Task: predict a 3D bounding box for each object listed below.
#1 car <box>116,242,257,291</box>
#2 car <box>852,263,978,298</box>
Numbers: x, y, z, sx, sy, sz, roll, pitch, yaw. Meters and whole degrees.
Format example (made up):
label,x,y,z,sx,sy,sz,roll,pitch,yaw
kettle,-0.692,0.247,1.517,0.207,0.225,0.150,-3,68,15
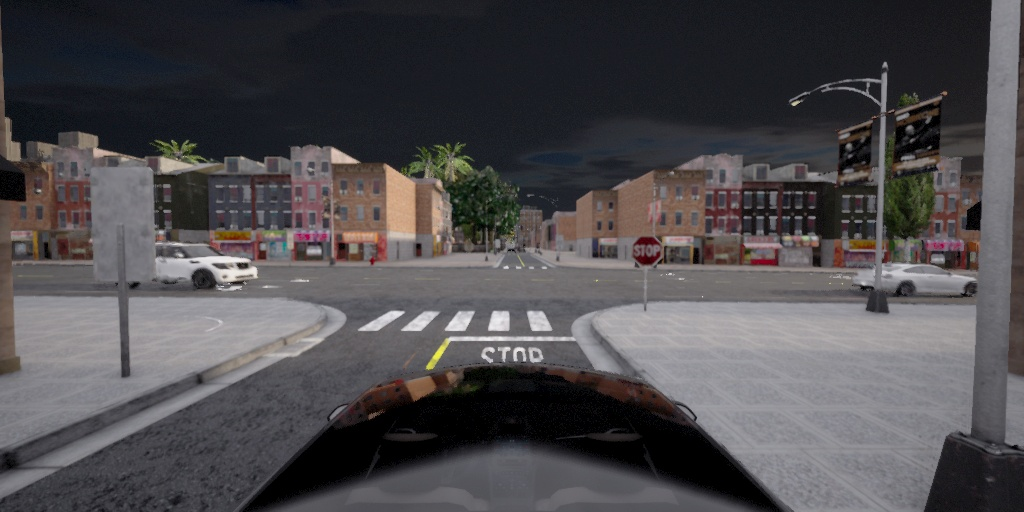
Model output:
label,x,y,z,sx,sy,sz,roll,pitch,yaw
car,-14.794,0.400,16.168,5.566,2.045,2.150,1,2,0
car,18.312,1.052,16.335,4.674,1.442,1.812,1,2,0
